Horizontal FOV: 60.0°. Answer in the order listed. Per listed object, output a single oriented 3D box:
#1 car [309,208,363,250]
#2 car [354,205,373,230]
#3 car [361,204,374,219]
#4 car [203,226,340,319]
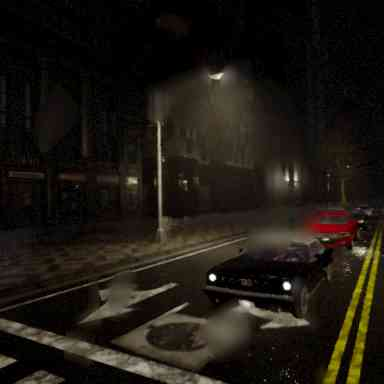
[{"bbox_3d":[6.827,1.723,15.955,1.882,1.535,5.008,-2,-2,31],"label":"car"},{"bbox_3d":[11.891,1.895,24.514,2.033,1.411,5.357,-2,-2,31],"label":"car"},{"bbox_3d":[17.003,1.975,33.077,1.812,1.442,4.674,-2,-2,31],"label":"car"},{"bbox_3d":[2.112,1.751,7.968,1.895,1.301,4.718,-2,-2,31],"label":"car"}]
